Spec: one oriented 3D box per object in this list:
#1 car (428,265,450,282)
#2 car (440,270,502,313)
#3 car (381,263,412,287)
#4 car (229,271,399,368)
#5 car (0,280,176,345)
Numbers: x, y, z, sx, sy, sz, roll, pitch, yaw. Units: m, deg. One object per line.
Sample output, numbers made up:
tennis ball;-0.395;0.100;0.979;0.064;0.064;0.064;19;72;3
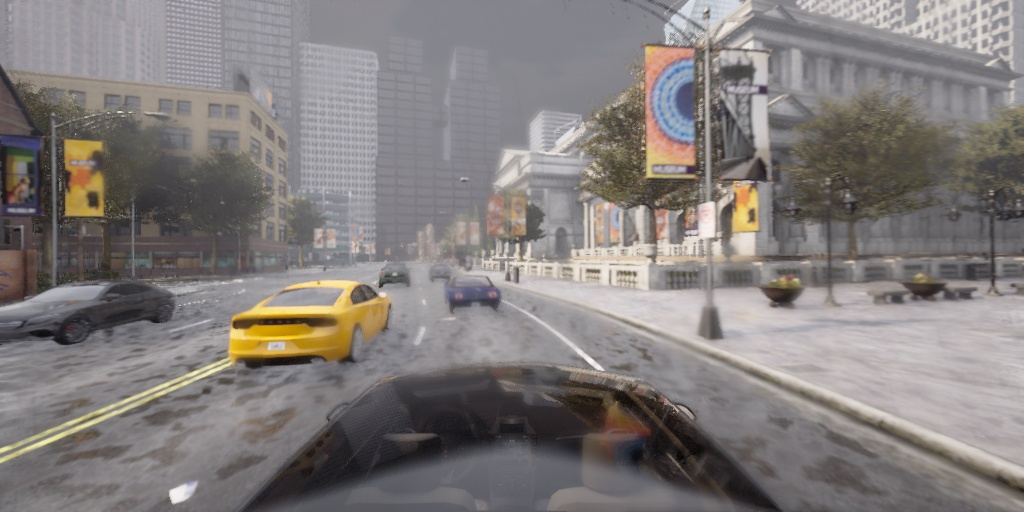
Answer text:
car;-6.433;1.484;32.071;2.033;1.411;5.357;0;0;-15
car;-1.764;1.421;14.645;1.895;1.301;4.718;0;0;-13
car;-8.549;1.286;26.511;2.097;1.767;4.553;0;0;-15
car;-4.070;1.293;8.167;1.882;1.535;5.008;0;0;-7
car;-11.624;1.420;9.921;1.812;1.442;4.674;0;0;-12
